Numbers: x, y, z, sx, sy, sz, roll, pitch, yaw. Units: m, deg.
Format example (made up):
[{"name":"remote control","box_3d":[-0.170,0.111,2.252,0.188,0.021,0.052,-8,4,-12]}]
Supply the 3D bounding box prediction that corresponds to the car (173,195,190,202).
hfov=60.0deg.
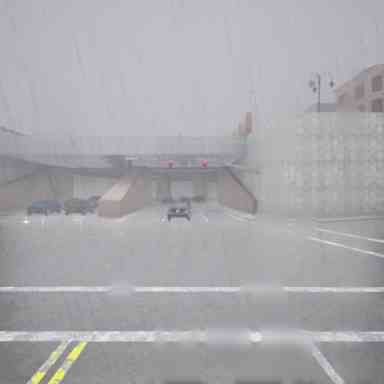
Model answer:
[{"name":"car","box_3d":[-2.353,1.524,74.694,1.812,1.442,4.674,0,0,24]}]

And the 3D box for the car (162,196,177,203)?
[{"name":"car","box_3d":[-4.543,1.547,64.161,2.033,1.411,5.357,0,0,5]}]

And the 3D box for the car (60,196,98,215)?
[{"name":"car","box_3d":[-11.327,1.505,33.746,1.837,1.490,4.892,0,0,-1]}]

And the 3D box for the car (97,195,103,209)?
[{"name":"car","box_3d":[-11.560,1.352,42.876,2.097,1.767,4.553,0,0,-1]}]

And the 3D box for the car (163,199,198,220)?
[{"name":"car","box_3d":[-0.910,1.547,28.307,2.033,1.411,5.357,0,0,4]}]

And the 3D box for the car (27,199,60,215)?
[{"name":"car","box_3d":[-14.825,1.478,33.630,1.882,1.535,5.008,0,0,-1]}]

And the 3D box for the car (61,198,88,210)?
[{"name":"car","box_3d":[-15.065,1.505,42.976,1.837,1.490,4.892,0,0,-1]}]

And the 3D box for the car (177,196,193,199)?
[{"name":"car","box_3d":[-1.239,1.525,57.402,1.812,1.442,4.674,0,0,-1]}]

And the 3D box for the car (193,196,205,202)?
[{"name":"car","box_3d":[1.382,1.524,74.511,1.812,1.442,4.674,0,0,28]}]

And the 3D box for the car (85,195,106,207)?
[{"name":"car","box_3d":[-15.284,1.352,53.042,2.097,1.767,4.553,0,0,-1]}]
